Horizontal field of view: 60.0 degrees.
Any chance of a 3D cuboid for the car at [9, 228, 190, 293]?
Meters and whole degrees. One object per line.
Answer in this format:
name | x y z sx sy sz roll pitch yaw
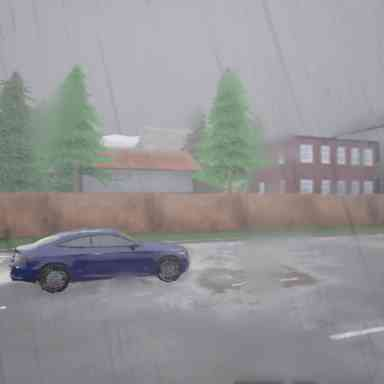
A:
car | -2.376 1.721 9.182 4.674 1.442 1.812 0 -1 -20
